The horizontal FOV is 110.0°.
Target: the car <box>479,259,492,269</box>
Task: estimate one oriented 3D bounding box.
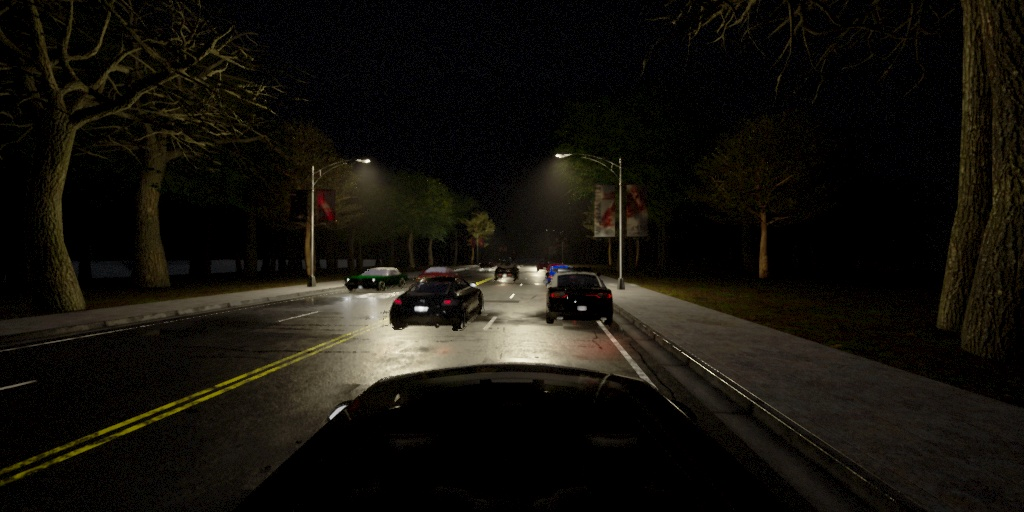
[{"bbox_3d":[-4.416,1.260,62.513,2.097,1.767,4.553,0,0,5],"label":"car"}]

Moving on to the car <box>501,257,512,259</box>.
[{"bbox_3d":[-1.091,1.134,63.252,2.150,2.045,5.566,0,0,5],"label":"car"}]

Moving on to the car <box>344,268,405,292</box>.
[{"bbox_3d":[-7.940,1.373,21.408,1.895,1.301,4.718,0,0,5],"label":"car"}]

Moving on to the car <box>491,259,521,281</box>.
[{"bbox_3d":[-0.362,1.303,31.099,1.837,1.490,4.892,0,0,5],"label":"car"}]

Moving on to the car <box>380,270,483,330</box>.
[{"bbox_3d":[-2.137,1.321,11.167,1.994,1.385,4.181,0,0,5],"label":"car"}]

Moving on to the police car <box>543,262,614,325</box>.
[{"bbox_3d":[2.091,1.184,12.081,1.930,1.638,5.238,0,0,5],"label":"police car"}]

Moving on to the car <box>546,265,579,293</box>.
[{"bbox_3d":[2.976,1.303,21.944,1.812,1.442,4.674,0,0,5],"label":"car"}]

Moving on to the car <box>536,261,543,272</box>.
[{"bbox_3d":[4.377,1.382,49.236,1.812,1.442,4.674,0,0,5],"label":"car"}]

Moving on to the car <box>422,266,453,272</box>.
[{"bbox_3d":[-4.582,1.339,22.490,1.994,1.385,4.181,0,0,5],"label":"car"}]
